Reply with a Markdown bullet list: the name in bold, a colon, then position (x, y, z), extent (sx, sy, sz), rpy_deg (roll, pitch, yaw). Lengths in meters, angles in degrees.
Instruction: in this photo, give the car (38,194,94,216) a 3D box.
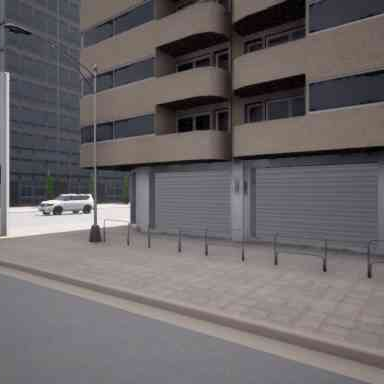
- **car**: position (-12.432, 1.221, 33.383), extent (2.150, 2.045, 5.566), rpy_deg (0, 0, 36)
